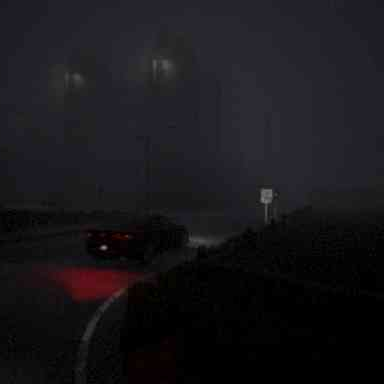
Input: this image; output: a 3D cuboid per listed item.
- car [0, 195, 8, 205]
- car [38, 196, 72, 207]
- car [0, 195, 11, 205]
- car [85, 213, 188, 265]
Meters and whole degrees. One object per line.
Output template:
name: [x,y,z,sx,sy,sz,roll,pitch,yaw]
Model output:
car: [-25.095,1.217,40.196,2.242,1.667,4.611,1,0,23]
car: [-19.072,1.344,46.186,5.008,1.535,1.882,1,0,22]
car: [-30.233,1.184,50.620,4.902,1.511,2.128,1,0,23]
car: [-1.721,1.504,12.066,1.882,1.535,5.008,1,0,20]
